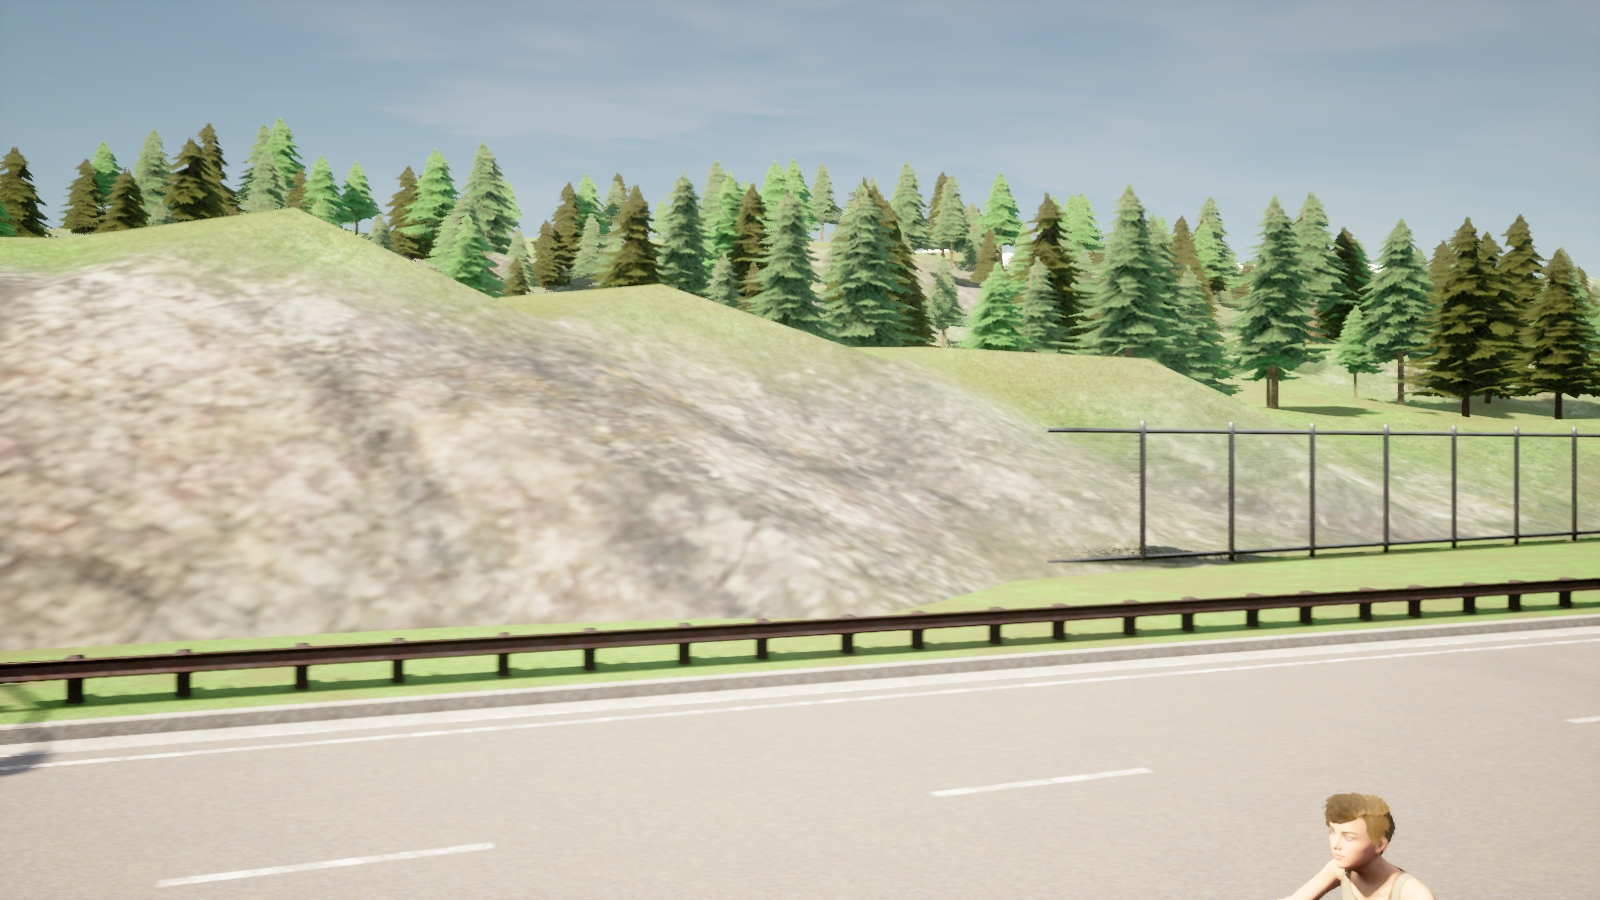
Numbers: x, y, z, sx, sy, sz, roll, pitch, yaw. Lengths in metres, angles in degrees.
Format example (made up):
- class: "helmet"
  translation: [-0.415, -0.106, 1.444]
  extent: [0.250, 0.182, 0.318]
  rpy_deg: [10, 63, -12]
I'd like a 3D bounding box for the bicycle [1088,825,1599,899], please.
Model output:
- class: "bicycle"
  translation: [1.884, 2.158, 3.969]
  extent: [1.487, 1.277, 0.859]
  rpy_deg: [0, 0, -20]
